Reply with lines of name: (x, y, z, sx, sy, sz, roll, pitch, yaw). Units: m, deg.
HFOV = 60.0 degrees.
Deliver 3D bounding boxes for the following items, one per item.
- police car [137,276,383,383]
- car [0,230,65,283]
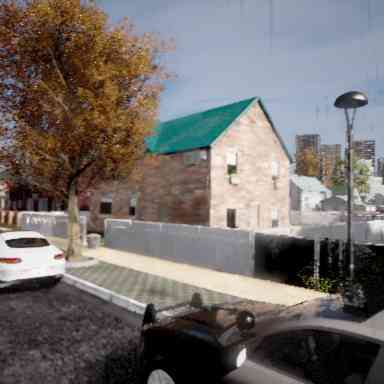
police car: (1.423, 1.584, 2.835, 1.930, 1.638, 5.238, 3, -3, -44)
car: (-5.399, 1.859, 9.992, 1.812, 1.442, 4.674, 3, -3, -44)
